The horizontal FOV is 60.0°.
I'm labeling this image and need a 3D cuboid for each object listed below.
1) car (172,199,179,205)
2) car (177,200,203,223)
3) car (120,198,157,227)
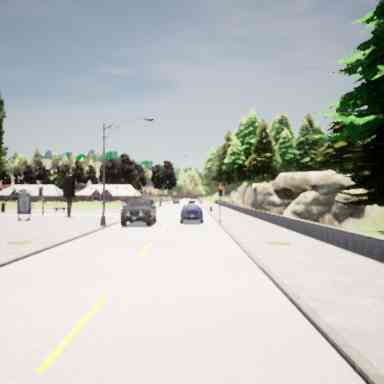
[{"bbox_3d":[-3.950,2.425,83.846,1.812,1.442,4.674,0,-1,0],"label":"car"},{"bbox_3d":[-0.125,1.795,29.227,1.882,1.535,5.008,0,0,-3],"label":"car"},{"bbox_3d":[-3.992,1.507,25.789,2.150,2.045,5.566,0,-1,0],"label":"car"}]
